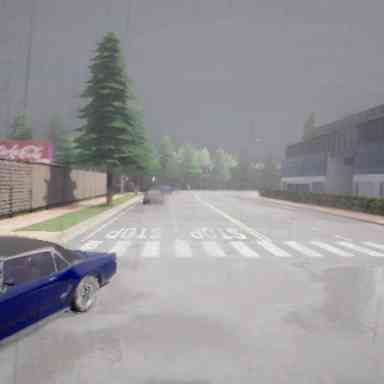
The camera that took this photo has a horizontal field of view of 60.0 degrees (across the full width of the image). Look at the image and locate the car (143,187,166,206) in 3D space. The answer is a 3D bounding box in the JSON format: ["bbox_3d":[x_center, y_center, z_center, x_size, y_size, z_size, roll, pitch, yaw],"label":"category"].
[{"bbox_3d":[-3.627,0.520,31.708,1.812,1.442,4.674,1,2,-4],"label":"car"}]

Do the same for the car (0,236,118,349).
[{"bbox_3d":[-3.035,1.409,4.617,1.895,1.301,4.718,2,2,19],"label":"car"}]

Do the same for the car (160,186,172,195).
[{"bbox_3d":[-4.659,-0.348,56.710,1.882,1.535,5.008,0,2,8],"label":"car"}]
